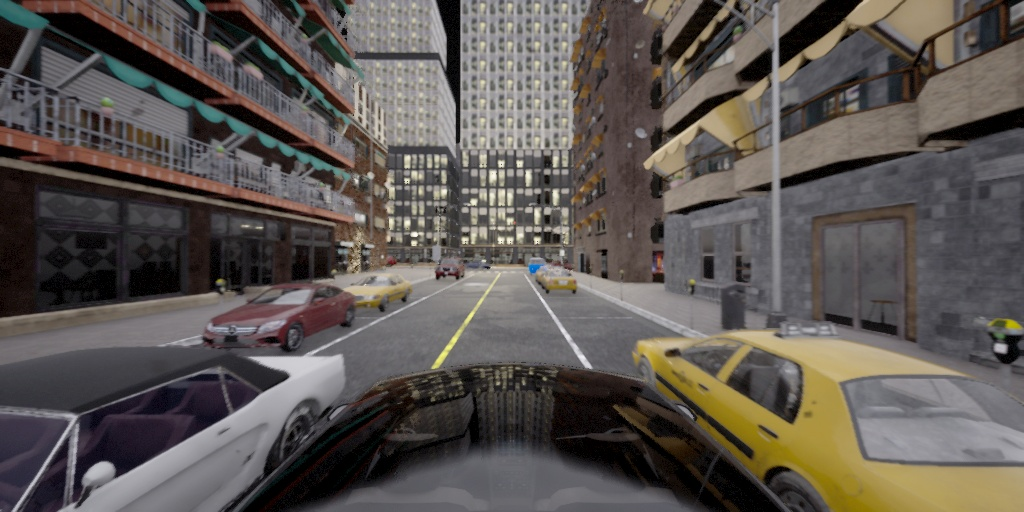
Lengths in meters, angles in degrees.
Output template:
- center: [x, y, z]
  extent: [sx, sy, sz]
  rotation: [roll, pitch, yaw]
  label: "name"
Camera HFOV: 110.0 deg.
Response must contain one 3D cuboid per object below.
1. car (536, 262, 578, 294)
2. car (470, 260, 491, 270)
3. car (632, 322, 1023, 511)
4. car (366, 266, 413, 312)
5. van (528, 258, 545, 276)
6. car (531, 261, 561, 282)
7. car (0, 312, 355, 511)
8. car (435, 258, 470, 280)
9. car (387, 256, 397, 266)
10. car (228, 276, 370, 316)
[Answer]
- center: [2.568, 1.278, 20.321]
  extent: [1.751, 1.417, 4.829]
  rotation: [0, 0, 0]
  label: "car"
- center: [-5.213, 1.283, 52.450]
  extent: [4.181, 1.385, 1.994]
  rotation: [1, 0, 32]
  label: "car"
- center: [2.565, 1.275, 3.400]
  extent: [1.751, 1.417, 4.829]
  rotation: [0, 0, 0]
  label: "car"
- center: [-5.313, 1.277, 14.342]
  extent: [1.751, 1.417, 4.829]
  rotation: [0, 0, 0]
  label: "car"
- center: [2.571, 1.101, 37.072]
  extent: [1.690, 1.789, 3.998]
  rotation: [0, 0, 0]
  label: "van"
- center: [2.569, 1.280, 25.961]
  extent: [1.751, 1.417, 4.829]
  rotation: [0, 0, 0]
  label: "car"
- center: [-2.842, 1.351, 1.904]
  extent: [1.895, 1.301, 4.718]
  rotation: [0, 0, 0]
  label: "car"
- center: [-5.310, 1.072, 31.434]
  extent: [2.192, 1.841, 5.009]
  rotation: [0, 0, 0]
  label: "car"
- center: [-20.874, 0.872, 57.037]
  extent: [5.009, 1.841, 2.192]
  rotation: [0, 0, 0]
  label: "car"
- center: [-5.314, 1.333, 8.872]
  extent: [1.802, 1.307, 4.207]
  rotation: [0, 0, 0]
  label: "car"
